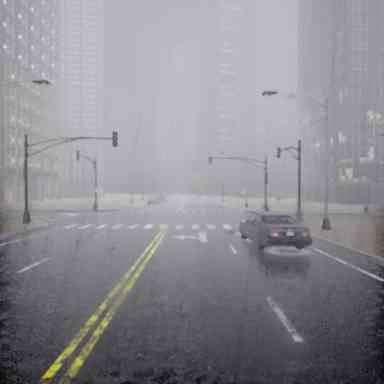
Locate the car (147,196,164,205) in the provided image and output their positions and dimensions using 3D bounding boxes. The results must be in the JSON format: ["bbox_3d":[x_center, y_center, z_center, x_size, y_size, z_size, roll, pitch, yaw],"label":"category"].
[{"bbox_3d":[-6.537,1.557,57.462,2.033,1.411,5.357,0,0,1],"label":"car"}]

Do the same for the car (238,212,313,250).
[{"bbox_3d":[3.378,1.560,14.491,2.033,1.411,5.357,0,0,-4],"label":"car"}]

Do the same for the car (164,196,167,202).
[{"bbox_3d":[-6.560,1.519,72.930,1.812,1.442,4.674,0,0,-1],"label":"car"}]
